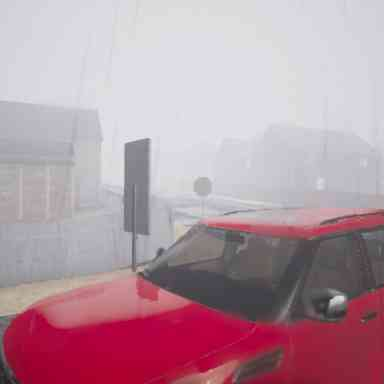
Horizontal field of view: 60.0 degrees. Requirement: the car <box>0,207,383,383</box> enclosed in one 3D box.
[{"bbox_3d":[0.940,1.236,3.649,5.566,2.045,2.150,0,0,-36],"label":"car"}]
